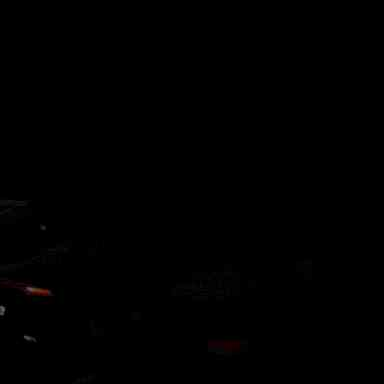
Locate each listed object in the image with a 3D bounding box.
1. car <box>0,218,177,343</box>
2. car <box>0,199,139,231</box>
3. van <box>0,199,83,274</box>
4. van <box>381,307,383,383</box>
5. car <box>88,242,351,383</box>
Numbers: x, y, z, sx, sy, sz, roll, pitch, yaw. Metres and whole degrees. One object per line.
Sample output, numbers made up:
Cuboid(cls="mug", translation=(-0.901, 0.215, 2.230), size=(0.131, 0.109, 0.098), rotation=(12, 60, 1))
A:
Cuboid(cls="car", translation=(-1.212, 1.482, 6.618), size=(2.097, 1.535, 5.008), rotation=(0, 0, 36))
Cuboid(cls="car", translation=(-3.582, 1.231, 8.281), size=(2.435, 2.045, 5.566), rotation=(0, 0, 35))
Cuboid(cls="van", translation=(-5.753, 1.258, 10.008), size=(1.878, 1.987, 4.442), rotation=(0, 0, 35))
Cuboid(cls="van", translation=(3.268, 1.254, 3.573), size=(1.878, 1.987, 4.442), rotation=(0, 0, 36))
Cuboid(cls="car", translation=(1.046, 1.521, 5.012), size=(2.002, 1.452, 4.674), rotation=(0, 0, 35))
